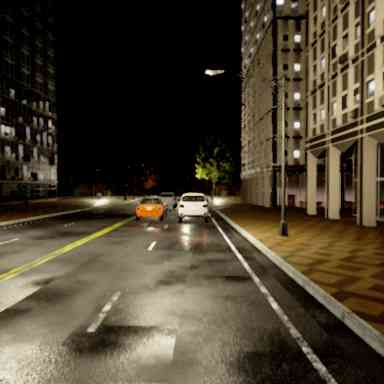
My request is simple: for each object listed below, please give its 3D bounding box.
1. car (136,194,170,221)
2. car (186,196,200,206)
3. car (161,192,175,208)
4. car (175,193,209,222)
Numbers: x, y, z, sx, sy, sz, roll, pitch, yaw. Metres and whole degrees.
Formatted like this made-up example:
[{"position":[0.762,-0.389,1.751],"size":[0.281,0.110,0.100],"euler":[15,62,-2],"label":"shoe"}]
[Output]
[{"position":[-3.146,1.253,26.608],"size":[2.097,1.767,4.553],"euler":[0,0,0],"label":"car"},{"position":[0.107,1.368,49.888],"size":[1.994,1.385,4.181],"euler":[0,0,0],"label":"car"},{"position":[-3.143,1.054,44.099],"size":[2.150,2.045,5.566],"euler":[0,1,0],"label":"car"},{"position":[0.104,1.126,25.607],"size":[2.150,2.045,5.566],"euler":[0,0,0],"label":"car"}]
